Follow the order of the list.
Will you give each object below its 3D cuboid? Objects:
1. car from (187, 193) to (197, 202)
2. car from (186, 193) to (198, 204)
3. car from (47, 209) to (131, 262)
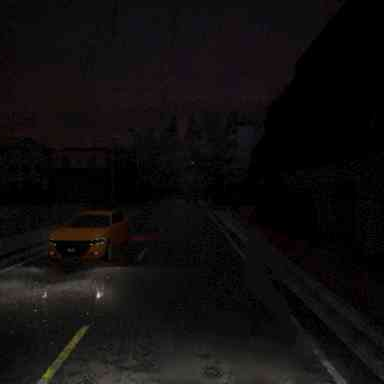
[{"bbox_3d":[0.005,1.058,66.939,2.097,1.767,4.553,0,0,0],"label":"car"},{"bbox_3d":[0.003,1.098,56.882,2.097,1.767,4.553,0,0,0],"label":"car"},{"bbox_3d":[-3.505,1.423,12.176,1.882,1.535,5.008,0,0,0],"label":"car"}]
